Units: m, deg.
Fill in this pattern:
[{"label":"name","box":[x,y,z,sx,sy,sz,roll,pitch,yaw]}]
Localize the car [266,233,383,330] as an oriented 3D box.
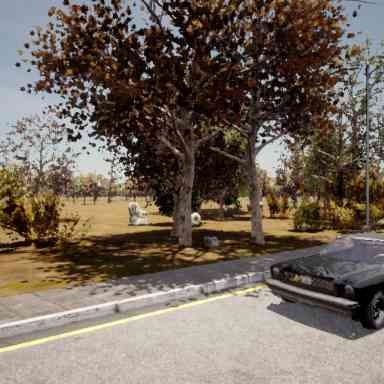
[{"label":"car","box":[3.756,1.603,7.022,4.718,1.301,1.895,0,0,-36]}]
